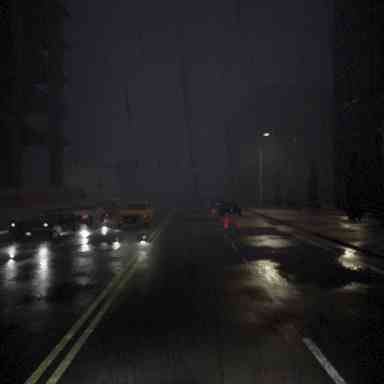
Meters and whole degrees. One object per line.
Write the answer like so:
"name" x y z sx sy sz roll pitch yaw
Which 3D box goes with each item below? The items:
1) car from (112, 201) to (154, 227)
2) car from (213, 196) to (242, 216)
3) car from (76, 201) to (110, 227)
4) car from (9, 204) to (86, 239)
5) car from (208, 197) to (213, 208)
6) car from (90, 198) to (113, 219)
"car" -3.630 1.381 22.101 1.882 1.535 5.008 0 0 0
"car" 3.373 1.334 30.453 2.128 1.511 4.902 0 0 0
"car" -7.130 1.432 22.137 1.812 1.442 4.674 0 0 0
"car" -7.192 1.523 16.834 1.895 1.301 4.718 0 0 0
"car" 3.280 1.299 44.474 1.812 1.442 4.674 0 0 0
"car" -7.223 1.433 27.428 1.994 1.385 4.181 0 0 0
